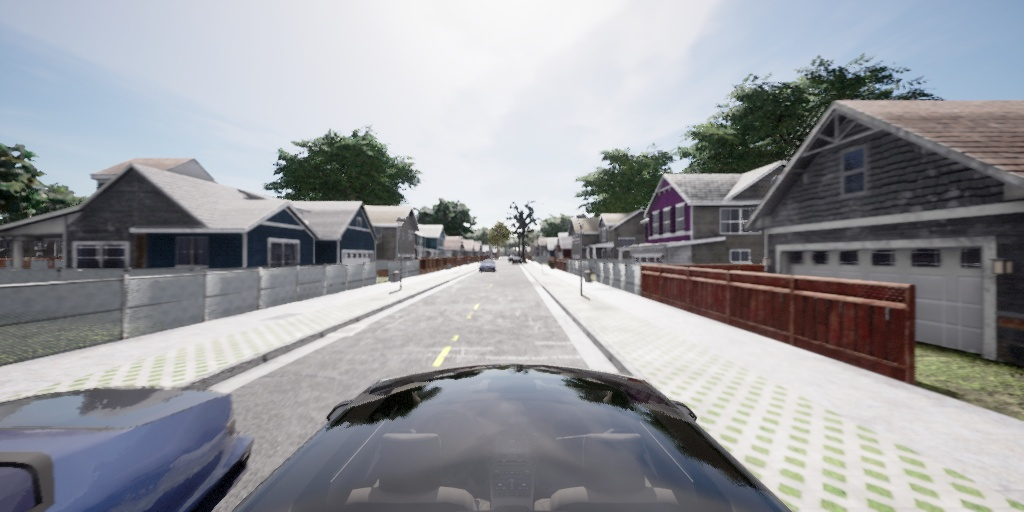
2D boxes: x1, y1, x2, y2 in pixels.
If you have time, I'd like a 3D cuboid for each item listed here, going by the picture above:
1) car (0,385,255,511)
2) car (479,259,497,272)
[{"bbox_3d":[-2.851,1.303,0.282,2.033,1.411,5.357,0,0,0],"label":"car"},{"bbox_3d":[-2.831,1.121,42.056,1.812,1.442,4.674,0,0,0],"label":"car"}]
